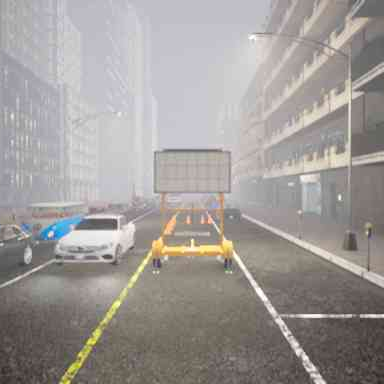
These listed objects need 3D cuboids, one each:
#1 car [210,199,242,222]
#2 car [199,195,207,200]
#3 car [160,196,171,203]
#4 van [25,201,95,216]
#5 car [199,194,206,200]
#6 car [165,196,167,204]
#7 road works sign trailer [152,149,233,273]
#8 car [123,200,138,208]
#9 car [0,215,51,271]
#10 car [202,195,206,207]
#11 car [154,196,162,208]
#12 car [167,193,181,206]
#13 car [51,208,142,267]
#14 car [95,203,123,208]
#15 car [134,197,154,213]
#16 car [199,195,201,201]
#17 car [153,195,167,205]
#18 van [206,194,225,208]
[{"bbox_3d":[2.725,1.500,25.188,2.008,1.369,4.403,0,0,0],"label":"car"},{"bbox_3d":[2.818,1.413,86.108,1.752,1.417,4.829,0,0,0],"label":"car"},{"bbox_3d":[-5.589,1.463,69.383,1.947,1.339,4.313,0,0,0],"label":"car"},{"bbox_3d":[-5.674,1.311,14.154,1.690,1.788,3.998,0,0,0],"label":"van"},{"bbox_3d":[2.825,1.412,91.632,1.752,1.417,4.829,0,0,0],"label":"car"},{"bbox_3d":[-5.614,1.464,52.815,2.008,1.369,4.403,0,0,0],"label":"car"},{"bbox_3d":[0.014,0.442,10.519,2.380,3.560,2.880,0,0,0],"label":"road works sign trailer"},{"bbox_3d":[-5.656,1.515,25.200,1.947,1.339,4.313,0,0,0],"label":"car"},{"bbox_3d":[-5.682,1.532,8.632,2.008,1.369,4.403,0,0,0],"label":"car"},{"bbox_3d":[2.758,1.464,47.278,1.887,1.381,4.507,0,0,0],"label":"car"},{"bbox_3d":[-5.623,1.470,47.291,2.008,1.369,4.403,0,0,0],"label":"car"},{"bbox_3d":[-2.918,1.187,54.665,2.150,2.045,5.566,0,0,0],"label":"car"},{"bbox_3d":[-3.085,1.501,11.510,1.812,1.442,4.674,0,0,0],"label":"car"},{"bbox_3d":[-5.665,1.504,19.678,1.887,1.381,4.507,0,0,0],"label":"car"},{"bbox_3d":[-5.640,1.372,36.247,1.967,1.590,4.097,0,0,0],"label":"car"},{"bbox_3d":[2.809,1.456,80.416,1.947,1.339,4.313,0,0,0],"label":"car"},{"bbox_3d":[-5.606,1.348,58.338,1.967,1.590,4.097,0,0,0],"label":"car"},{"bbox_3d":[2.741,1.273,36.233,1.690,1.788,3.998,0,0,0],"label":"van"}]
